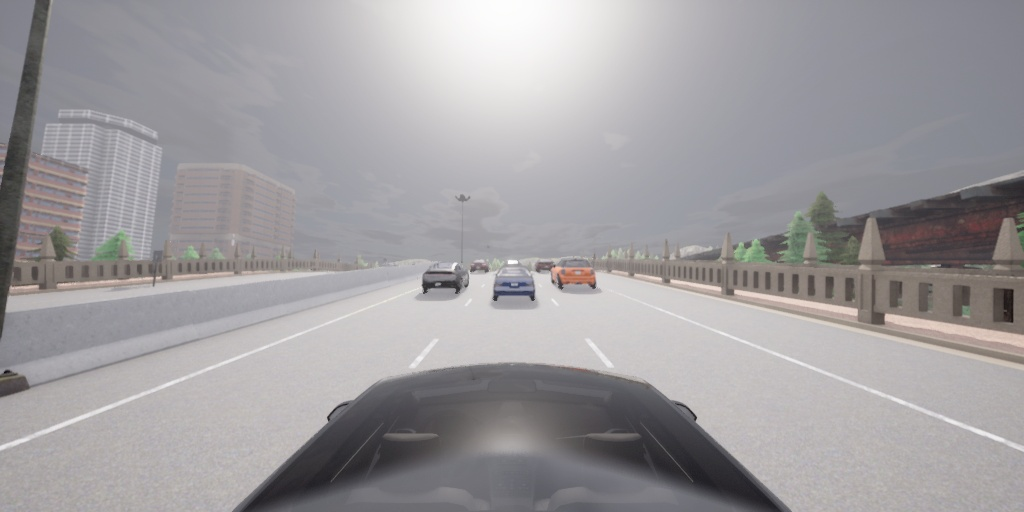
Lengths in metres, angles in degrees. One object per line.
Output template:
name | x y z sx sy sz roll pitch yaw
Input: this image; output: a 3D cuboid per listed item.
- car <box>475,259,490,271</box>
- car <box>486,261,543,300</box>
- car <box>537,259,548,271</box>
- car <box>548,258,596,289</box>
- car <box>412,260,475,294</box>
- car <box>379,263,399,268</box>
car | -3.422 1.074 38.665 1.812 1.442 4.674 0 -2 0
car | 0.091 1.157 16.676 2.033 1.411 5.357 0 1 0
car | 3.577 1.048 39.476 1.882 1.535 5.008 0 -2 0
car | 3.588 0.916 21.618 2.097 1.767 4.553 0 1 0
car | -3.410 1.080 18.989 2.128 1.511 4.902 0 1 0
car | -17.548 1.702 51.434 2.128 1.511 4.902 0 -5 0
